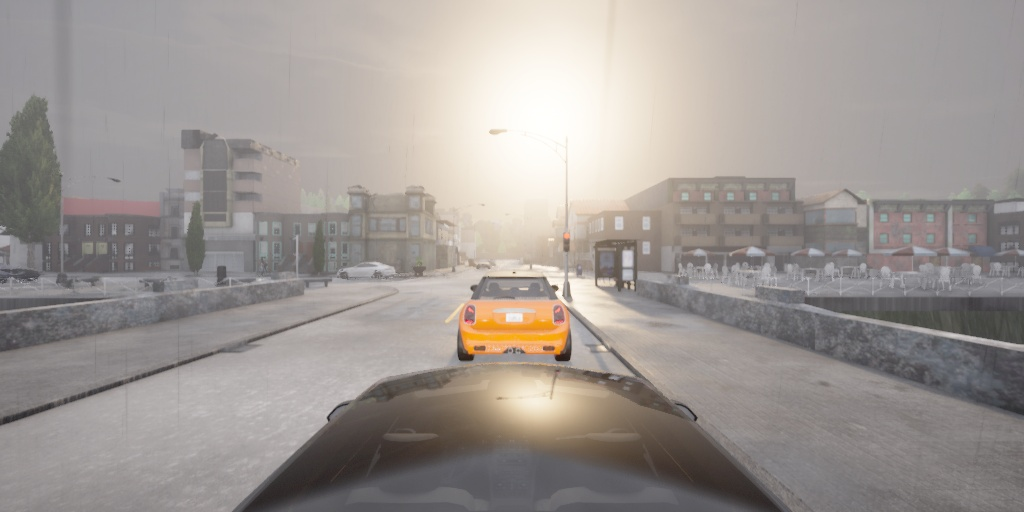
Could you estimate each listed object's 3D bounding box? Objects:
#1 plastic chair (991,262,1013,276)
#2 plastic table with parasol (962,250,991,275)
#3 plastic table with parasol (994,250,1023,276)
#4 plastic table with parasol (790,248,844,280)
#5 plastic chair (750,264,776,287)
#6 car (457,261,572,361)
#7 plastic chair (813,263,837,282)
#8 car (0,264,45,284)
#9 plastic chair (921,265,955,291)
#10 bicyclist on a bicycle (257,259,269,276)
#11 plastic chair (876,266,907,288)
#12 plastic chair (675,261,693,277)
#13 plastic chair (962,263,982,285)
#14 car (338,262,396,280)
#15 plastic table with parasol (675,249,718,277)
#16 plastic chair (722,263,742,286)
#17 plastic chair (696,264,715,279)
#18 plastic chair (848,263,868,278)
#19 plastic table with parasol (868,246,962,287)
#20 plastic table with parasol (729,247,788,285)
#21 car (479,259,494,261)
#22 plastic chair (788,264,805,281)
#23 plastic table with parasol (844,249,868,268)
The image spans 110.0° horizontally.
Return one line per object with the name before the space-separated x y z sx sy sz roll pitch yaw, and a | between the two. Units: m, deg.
plastic chair | 45.497 1.249 33.359 0.730 1.272 0.750 0 0 0
plastic table with parasol | 30.507 0.653 25.139 2.482 2.480 2.482 0 0 0
plastic table with parasol | 46.697 0.645 33.239 2.482 2.480 2.482 0 0 0
plastic table with parasol | 22.897 0.651 27.509 2.482 2.480 2.482 0 0 0
plastic chair | 14.997 1.260 21.459 0.750 1.272 0.730 0 0 0
car | 0.060 1.096 8.397 2.097 1.767 4.553 0 0 1
plastic chair | 22.797 1.256 26.159 0.750 1.272 0.730 0 0 0
car | -37.806 1.273 26.208 5.357 1.411 2.033 0 0 0
plastic chair | 23.697 1.262 19.959 0.750 1.272 0.730 0 0 0
bicyclist on a bicycle | -24.022 1.067 34.599 0.582 1.620 1.656 0 0 0
plastic chair | 22.597 1.260 21.359 0.730 1.272 0.750 0 0 0
plastic chair | 14.697 1.251 30.659 0.730 1.272 0.750 0 0 0
plastic chair | 30.497 1.258 23.859 0.750 1.272 0.730 0 0 0
car | -12.328 1.248 30.476 4.674 1.442 1.812 0 0 1
plastic table with parasol | 15.917 0.648 30.539 2.482 2.480 2.482 0 0 0
plastic chair | 13.897 1.259 22.859 0.730 1.272 0.750 0 0 0
plastic chair | 15.797 1.253 29.259 0.750 1.272 0.730 0 0 0
plastic chair | 29.897 1.251 30.859 0.750 1.272 0.730 0 0 0
plastic table with parasol | 23.797 0.657 21.309 2.482 2.480 2.482 0 0 0
plastic table with parasol | 15.167 0.655 22.719 2.482 2.480 2.482 0 0 0
car | -4.088 1.227 51.879 1.812 1.442 4.674 0 0 0
plastic chair | 21.697 1.254 27.559 0.730 1.272 0.750 0 0 0
plastic table with parasol | 30.227 0.646 32.229 2.482 2.480 2.482 0 0 0
